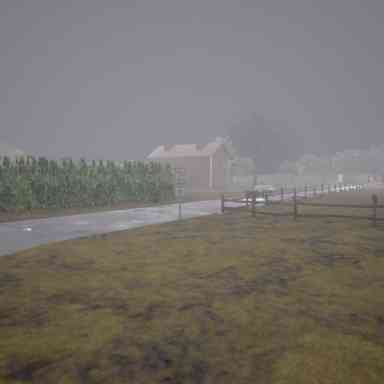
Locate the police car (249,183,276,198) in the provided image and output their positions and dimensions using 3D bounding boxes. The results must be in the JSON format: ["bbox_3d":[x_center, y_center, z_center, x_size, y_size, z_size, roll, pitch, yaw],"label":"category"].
[{"bbox_3d":[8.701,-0.238,41.015,1.930,1.638,5.238,3,4,35],"label":"police car"}]
